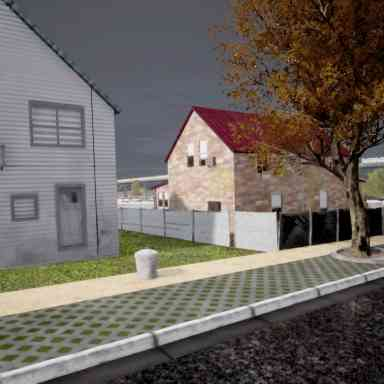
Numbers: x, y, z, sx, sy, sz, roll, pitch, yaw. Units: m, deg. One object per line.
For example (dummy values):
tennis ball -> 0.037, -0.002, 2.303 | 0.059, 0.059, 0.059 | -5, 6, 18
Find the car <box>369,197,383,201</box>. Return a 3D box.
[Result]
car -> 31.922, 1.643, 59.500 | 2.097, 1.767, 4.553 | -2, 0, 1

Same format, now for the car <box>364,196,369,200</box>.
car -> 28.655, 1.622, 59.507 | 2.150, 2.045, 5.566 | -2, 0, 1

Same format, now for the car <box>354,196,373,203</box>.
car -> 38.574, 1.585, 74.944 | 1.837, 1.490, 4.892 | -2, 0, 0
